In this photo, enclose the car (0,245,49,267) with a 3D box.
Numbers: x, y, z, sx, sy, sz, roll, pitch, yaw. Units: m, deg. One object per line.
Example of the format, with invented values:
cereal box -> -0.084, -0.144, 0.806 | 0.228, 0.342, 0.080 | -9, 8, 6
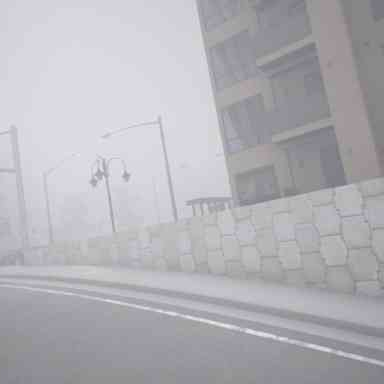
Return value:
car -> -14.633, 5.691, 29.943 | 1.837, 1.490, 4.892 | -15, -8, 35
